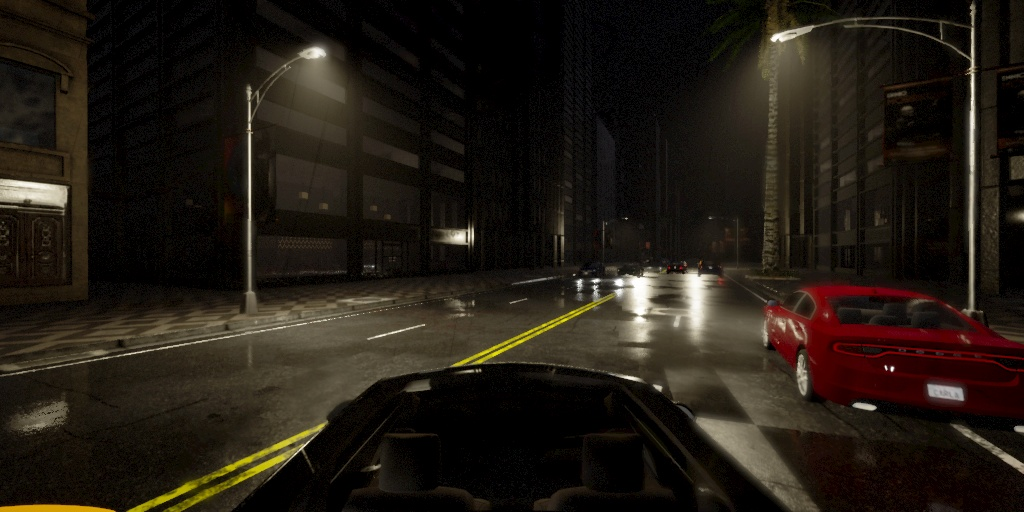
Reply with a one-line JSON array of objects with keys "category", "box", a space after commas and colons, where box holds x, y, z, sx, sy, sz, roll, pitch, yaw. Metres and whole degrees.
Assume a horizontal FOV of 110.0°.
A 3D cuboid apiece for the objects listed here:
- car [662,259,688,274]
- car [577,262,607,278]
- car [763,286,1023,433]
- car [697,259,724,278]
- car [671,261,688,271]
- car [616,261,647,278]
[{"category": "car", "box": [18.638, 1.317, 40.721, 2.033, 1.411, 5.357, 0, 0, 27]}, {"category": "car", "box": [7.647, 1.287, 33.999, 1.812, 1.442, 4.674, 0, 0, 27]}, {"category": "car", "box": [5.512, 1.228, 5.819, 1.882, 1.535, 5.008, 0, 0, 27]}, {"category": "car", "box": [19.280, 1.117, 34.899, 2.097, 1.767, 4.553, 0, 0, 27]}, {"category": "car", "box": [23.523, 1.380, 50.221, 1.895, 1.301, 4.718, 0, 0, 27]}, {"category": "car", "box": [11.210, 1.363, 33.819, 1.895, 1.301, 4.718, 0, 0, 27]}]
